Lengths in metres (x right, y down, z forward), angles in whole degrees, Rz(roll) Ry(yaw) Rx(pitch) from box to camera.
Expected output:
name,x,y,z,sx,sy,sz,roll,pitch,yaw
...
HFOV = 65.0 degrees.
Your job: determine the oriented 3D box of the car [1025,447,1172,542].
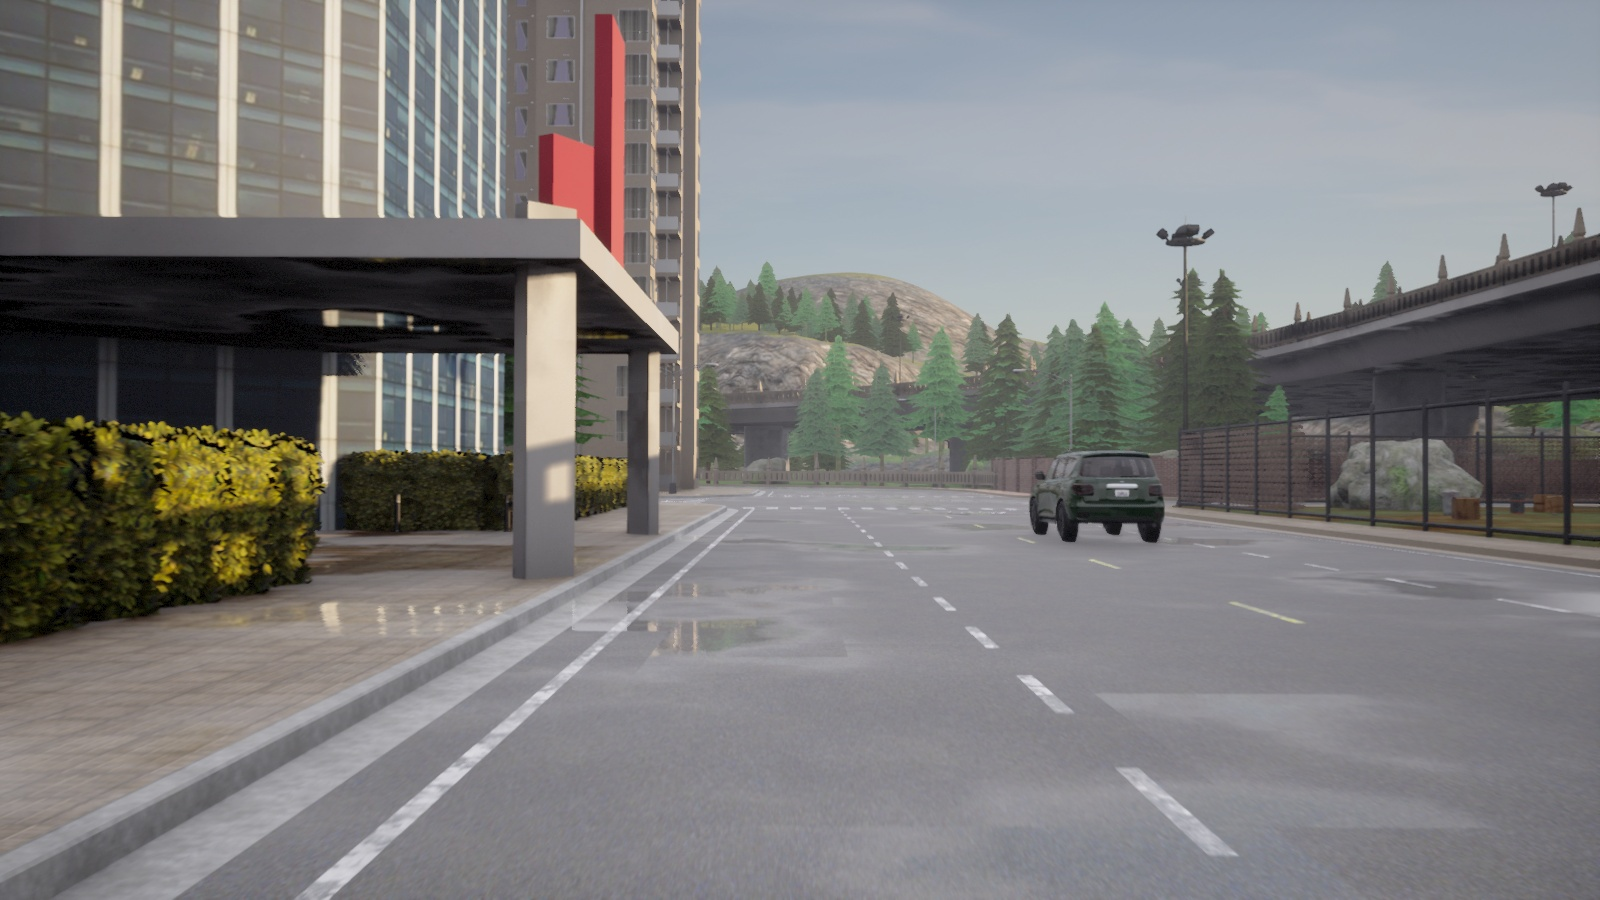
name,x,y,z,sx,sy,sz,roll,pitch,yaw
car,6.925,1.004,29.808,2.150,2.045,5.566,0,-1,0
